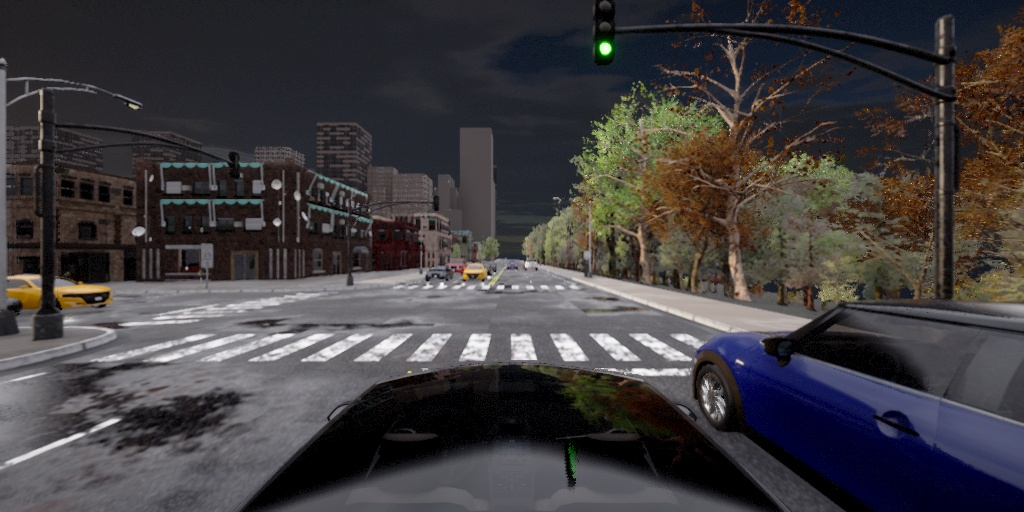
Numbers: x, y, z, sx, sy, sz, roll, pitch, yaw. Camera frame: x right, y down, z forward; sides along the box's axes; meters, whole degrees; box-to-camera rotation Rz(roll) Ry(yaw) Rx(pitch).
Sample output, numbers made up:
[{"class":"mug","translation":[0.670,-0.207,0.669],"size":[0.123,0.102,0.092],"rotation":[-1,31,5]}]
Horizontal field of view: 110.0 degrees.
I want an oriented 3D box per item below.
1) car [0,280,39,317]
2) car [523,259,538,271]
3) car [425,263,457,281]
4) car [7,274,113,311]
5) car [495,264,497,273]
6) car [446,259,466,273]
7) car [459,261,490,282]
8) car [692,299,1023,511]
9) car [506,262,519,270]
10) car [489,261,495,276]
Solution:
[{"class":"car","translation":[-19.948,1.658,12.447],"size":[4.313,1.339,1.948],"rotation":[0,0,0]},{"class":"car","translation":[3.350,1.483,62.808],"size":[2.150,2.045,5.566],"rotation":[0,0,0]},{"class":"car","translation":[-6.603,1.577,32.943],"size":[1.994,1.385,4.181],"rotation":[0,0,0]},{"class":"car","translation":[-20.010,1.567,15.149],"size":[5.008,1.535,1.882],"rotation":[-1,0,-1]},{"class":"car","translation":[-3.340,1.534,53.076],"size":[2.097,1.767,4.553],"rotation":[0,-1,0]},{"class":"car","translation":[-6.602,1.322,43.344],"size":[2.150,2.045,5.566],"rotation":[0,-1,0]},{"class":"car","translation":[-3.353,1.493,33.148],"size":[1.882,1.535,5.008],"rotation":[0,0,0]},{"class":"car","translation":[3.351,1.110,2.755],"size":[2.097,1.767,4.553],"rotation":[0,-1,0]},{"class":"car","translation":[0.097,1.795,63.654],"size":[1.812,1.442,4.674],"rotation":[0,0,0]},{"class":"car","translation":[-3.352,1.601,42.838],"size":[1.837,1.490,4.892],"rotation":[0,0,0]}]
